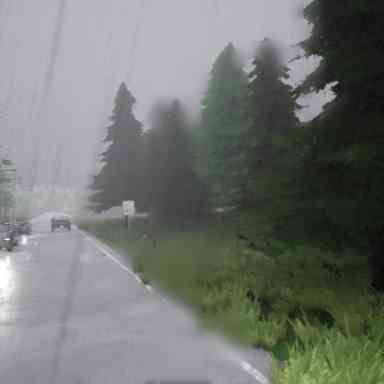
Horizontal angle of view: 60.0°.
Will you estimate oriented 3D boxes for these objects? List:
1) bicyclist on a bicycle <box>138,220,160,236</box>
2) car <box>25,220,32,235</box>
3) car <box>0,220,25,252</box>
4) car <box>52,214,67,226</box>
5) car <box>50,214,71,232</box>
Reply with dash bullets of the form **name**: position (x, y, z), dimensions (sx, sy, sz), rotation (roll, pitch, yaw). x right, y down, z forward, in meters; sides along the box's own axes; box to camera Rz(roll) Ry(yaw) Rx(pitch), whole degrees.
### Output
- **bicyclist on a bicycle**: position (-2.001, 2.128, 15.671), dimensions (1.656, 1.620, 0.582), rotation (3, -4, -22)
- **car**: position (-16.087, 3.312, 31.015), dimensions (1.994, 1.385, 4.181), rotation (-1, -2, -22)
- **car**: position (-11.216, 2.615, 19.263), dimensions (2.128, 1.511, 4.902), rotation (-1, -2, -23)
- **car**: position (-19.191, 3.980, 48.002), dimensions (1.882, 1.535, 5.008), rotation (-1, -2, -23)
- **car**: position (-13.988, 3.340, 35.528), dimensions (1.837, 1.490, 4.892), rotation (-1, -3, -23)
